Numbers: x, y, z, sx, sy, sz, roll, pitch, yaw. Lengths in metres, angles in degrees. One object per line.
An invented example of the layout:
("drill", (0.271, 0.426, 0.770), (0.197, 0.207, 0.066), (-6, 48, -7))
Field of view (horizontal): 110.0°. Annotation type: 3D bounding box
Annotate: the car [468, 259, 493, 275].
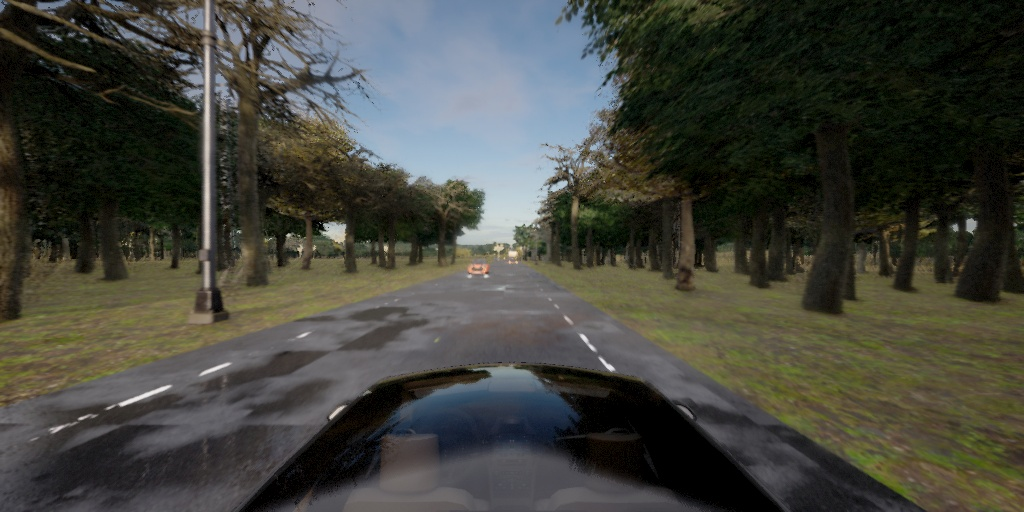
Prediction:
("car", (-3.553, 1.118, 39.151), (2.097, 1.767, 4.553), (0, 0, 0))
